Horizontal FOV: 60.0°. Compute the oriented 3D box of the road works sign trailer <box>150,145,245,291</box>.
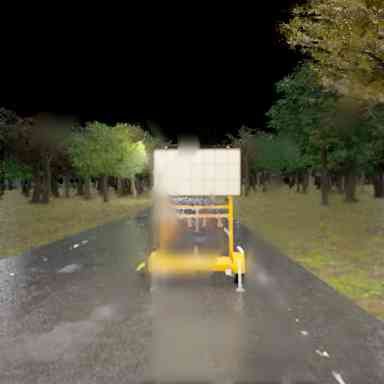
[{"bbox_3d":[0.143,0.527,9.176,2.380,3.560,2.880,0,0,1],"label":"road works sign trailer"}]
